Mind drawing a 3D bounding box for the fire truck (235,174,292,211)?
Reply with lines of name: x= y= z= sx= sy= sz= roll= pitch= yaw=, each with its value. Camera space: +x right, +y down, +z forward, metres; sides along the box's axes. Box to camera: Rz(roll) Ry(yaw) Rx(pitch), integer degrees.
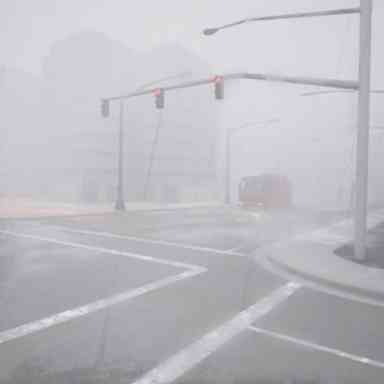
fire truck: x=8.233 y=0.014 z=36.652 sx=2.891 sy=3.827 sz=8.468 roll=2 pitch=1 yaw=35
